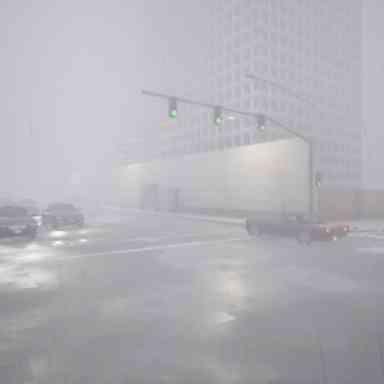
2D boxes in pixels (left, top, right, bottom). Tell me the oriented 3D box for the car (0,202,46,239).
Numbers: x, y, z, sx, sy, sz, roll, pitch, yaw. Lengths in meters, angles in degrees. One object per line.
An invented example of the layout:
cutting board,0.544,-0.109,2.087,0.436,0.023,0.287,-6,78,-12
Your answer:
car,-9.111,1.479,16.740,2.128,1.511,4.902,0,0,-35

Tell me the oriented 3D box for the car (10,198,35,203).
car,-16.758,1.485,33.580,1.882,1.535,5.008,0,1,-35

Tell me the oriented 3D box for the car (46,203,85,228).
car,-8.648,1.501,22.148,1.837,1.490,4.892,0,0,-35

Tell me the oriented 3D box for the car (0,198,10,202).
car,-26.742,1.579,47.807,1.837,1.490,4.892,0,0,-35

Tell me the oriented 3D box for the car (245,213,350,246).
car,4.683,1.617,15.643,1.895,1.301,4.718,0,0,-35
